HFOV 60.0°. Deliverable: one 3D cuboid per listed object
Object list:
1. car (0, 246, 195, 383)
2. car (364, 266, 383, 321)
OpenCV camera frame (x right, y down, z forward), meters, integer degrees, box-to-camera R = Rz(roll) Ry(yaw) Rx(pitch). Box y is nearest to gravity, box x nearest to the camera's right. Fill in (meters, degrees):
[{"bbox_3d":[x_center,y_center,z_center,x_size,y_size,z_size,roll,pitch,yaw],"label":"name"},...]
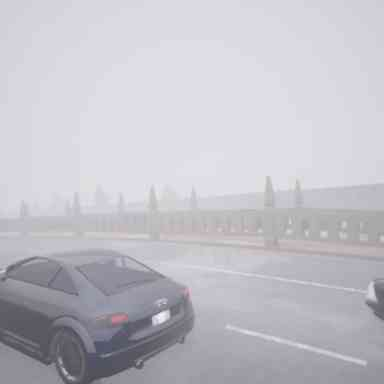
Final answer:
[{"bbox_3d":[-2.027,1.613,5.437,4.181,1.385,1.994,-1,-1,35],"label":"car"},{"bbox_3d":[5.102,1.621,4.651,4.718,1.301,1.895,1,0,35],"label":"car"}]
